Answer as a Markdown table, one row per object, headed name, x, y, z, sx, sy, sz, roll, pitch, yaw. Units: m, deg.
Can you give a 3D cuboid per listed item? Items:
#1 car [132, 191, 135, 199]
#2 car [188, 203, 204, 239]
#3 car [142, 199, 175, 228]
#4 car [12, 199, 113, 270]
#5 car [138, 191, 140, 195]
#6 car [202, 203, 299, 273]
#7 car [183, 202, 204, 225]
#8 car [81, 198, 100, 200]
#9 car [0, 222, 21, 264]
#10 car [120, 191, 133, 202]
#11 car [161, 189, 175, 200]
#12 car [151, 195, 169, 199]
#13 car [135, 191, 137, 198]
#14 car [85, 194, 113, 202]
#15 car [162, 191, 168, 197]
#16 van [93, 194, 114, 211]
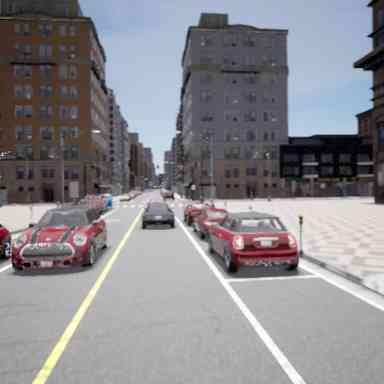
| name | x | y | z | sx | sy | sz | roll | pitch | yaw |
| --- | --- | --- | --- | --- | --- | --- | --- | --- | --- |
| car | -13.550 | 1.031 | 69.927 | 1.947 | 1.339 | 4.313 | -1 | 1 | -6 |
| car | 1.042 | 1.410 | 15.955 | 1.802 | 1.307 | 4.206 | -1 | 1 | -6 |
| car | -2.130 | 1.395 | 21.043 | 1.994 | 1.385 | 4.181 | -1 | 1 | -6 |
| car | -4.118 | 1.312 | 11.062 | 2.097 | 1.767 | 4.553 | -1 | 1 | -6 |
| car | -15.433 | 0.601 | 86.783 | 2.192 | 1.841 | 5.009 | -1 | 1 | -6 |
| car | 1.664 | 1.313 | 10.349 | 1.967 | 1.590 | 4.097 | -1 | 1 | -6 |
| car | 0.417 | 1.329 | 21.559 | 1.887 | 1.381 | 4.507 | -1 | 1 | -6 |
| car | -8.682 | 1.453 | 26.246 | 1.947 | 1.339 | 4.313 | -1 | 1 | -6 |
| car | -6.811 | 1.461 | 9.431 | 1.967 | 1.590 | 4.097 | -1 | 1 | -6 |
| car | -12.905 | 1.052 | 64.137 | 1.752 | 1.417 | 4.829 | -1 | 1 | -6 |
| car | -4.452 | 0.692 | 65.219 | 2.192 | 1.841 | 5.009 | -1 | 1 | -6 |
| car | -3.907 | 1.305 | 36.943 | 1.895 | 1.301 | 4.718 | -1 | 1 | -6 |
| car | -14.158 | 0.933 | 75.377 | 1.752 | 1.417 | 4.829 | -1 | 1 | -6 |
| car | -9.311 | 1.158 | 31.849 | 2.192 | 1.841 | 5.009 | -1 | 1 | -6 |
| car | -7.601 | 0.601 | 93.498 | 1.752 | 1.417 | 4.829 | -1 | 1 | -6 |
| van | -9.935 | 1.138 | 37.456 | 1.690 | 1.788 | 3.998 | -1 | 1 | -6 |
